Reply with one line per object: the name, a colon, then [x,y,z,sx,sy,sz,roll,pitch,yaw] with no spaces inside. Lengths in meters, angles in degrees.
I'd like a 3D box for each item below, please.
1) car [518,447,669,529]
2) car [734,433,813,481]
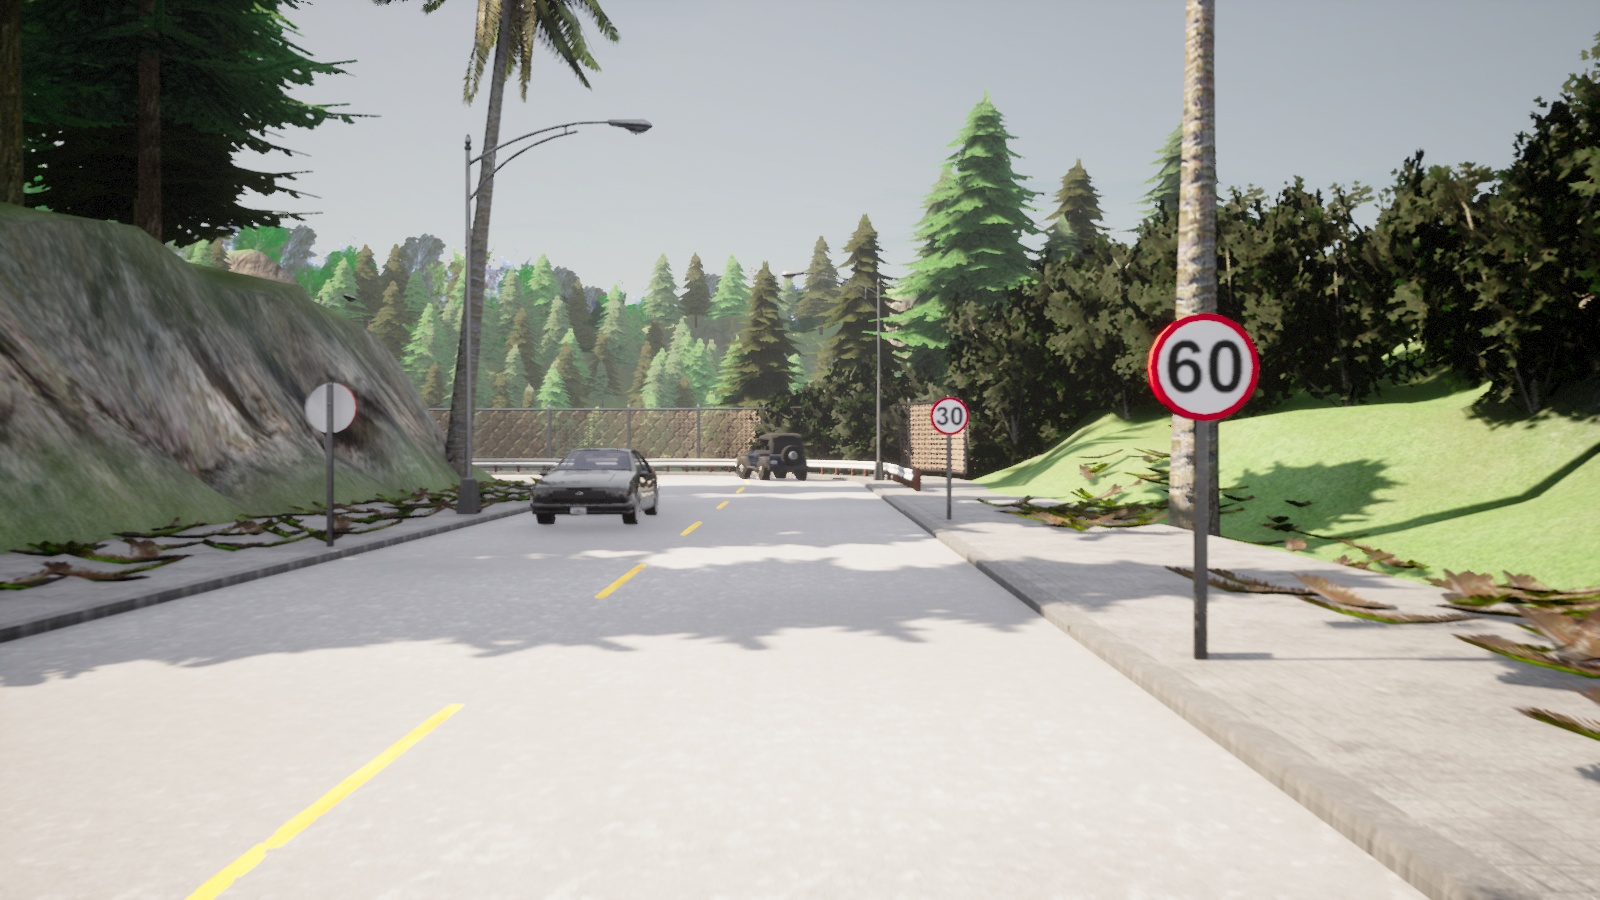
car: [-3.851,0.653,24.410,2.033,1.411,5.357,0,0,0]
car: [-1.114,0.257,50.782,1.905,1.878,3.866,0,0,-22]
